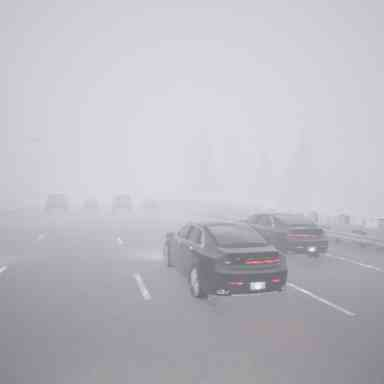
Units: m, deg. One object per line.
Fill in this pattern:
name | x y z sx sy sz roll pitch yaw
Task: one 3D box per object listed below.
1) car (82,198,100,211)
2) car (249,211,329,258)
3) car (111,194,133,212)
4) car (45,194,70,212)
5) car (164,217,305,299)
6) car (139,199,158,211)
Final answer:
car | -12.473 1.536 40.957 1.837 1.490 4.892 1 0 -16
car | 3.019 1.500 12.569 1.837 1.490 4.892 1 0 -16
car | -8.219 1.273 38.855 2.150 2.045 5.566 1 -1 -16
car | -15.202 1.194 37.771 2.150 2.045 5.566 1 0 -16
car | 0.553 1.473 8.499 1.837 1.490 4.892 1 0 -16
car | -5.480 1.615 41.971 1.837 1.490 4.892 1 0 -16
